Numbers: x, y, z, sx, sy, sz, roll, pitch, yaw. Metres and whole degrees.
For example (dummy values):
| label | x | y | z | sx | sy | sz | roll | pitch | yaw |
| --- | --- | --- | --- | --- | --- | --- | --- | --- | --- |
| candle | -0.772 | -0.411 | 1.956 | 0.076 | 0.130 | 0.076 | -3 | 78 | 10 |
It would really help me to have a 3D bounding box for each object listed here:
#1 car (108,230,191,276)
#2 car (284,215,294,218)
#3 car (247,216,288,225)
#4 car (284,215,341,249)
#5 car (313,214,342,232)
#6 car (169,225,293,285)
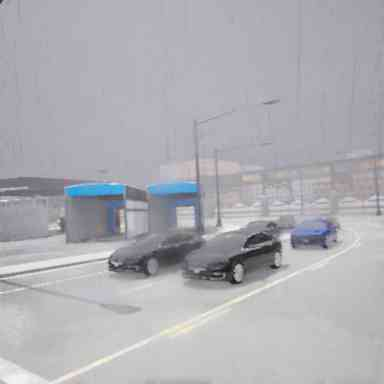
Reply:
| label | x | y | z | sx | sy | sz | roll | pitch | yaw |
| --- | --- | --- | --- | --- | --- | --- | --- | --- | --- |
| car | -1.217 | 2.422 | 13.882 | 1.837 | 1.490 | 4.892 | -5 | -4 | 38 |
| car | 9.163 | 3.001 | 31.836 | 1.837 | 1.490 | 4.892 | -4 | -4 | 15 |
| car | 4.406 | 2.605 | 21.428 | 1.837 | 1.490 | 4.892 | -5 | -4 | 32 |
| car | 7.220 | 2.328 | 19.430 | 1.882 | 1.535 | 5.008 | -5 | -4 | 32 |
| car | 12.550 | 2.853 | 31.038 | 1.994 | 1.385 | 4.181 | -4 | -4 | 16 |
| car | 1.622 | 2.169 | 11.864 | 1.837 | 1.490 | 4.892 | -5 | -4 | 38 |
